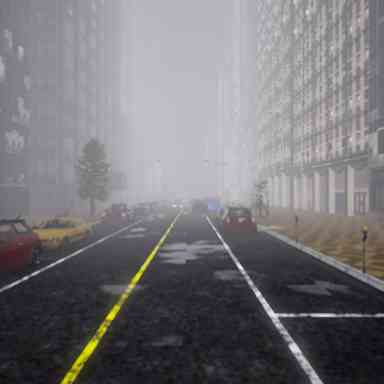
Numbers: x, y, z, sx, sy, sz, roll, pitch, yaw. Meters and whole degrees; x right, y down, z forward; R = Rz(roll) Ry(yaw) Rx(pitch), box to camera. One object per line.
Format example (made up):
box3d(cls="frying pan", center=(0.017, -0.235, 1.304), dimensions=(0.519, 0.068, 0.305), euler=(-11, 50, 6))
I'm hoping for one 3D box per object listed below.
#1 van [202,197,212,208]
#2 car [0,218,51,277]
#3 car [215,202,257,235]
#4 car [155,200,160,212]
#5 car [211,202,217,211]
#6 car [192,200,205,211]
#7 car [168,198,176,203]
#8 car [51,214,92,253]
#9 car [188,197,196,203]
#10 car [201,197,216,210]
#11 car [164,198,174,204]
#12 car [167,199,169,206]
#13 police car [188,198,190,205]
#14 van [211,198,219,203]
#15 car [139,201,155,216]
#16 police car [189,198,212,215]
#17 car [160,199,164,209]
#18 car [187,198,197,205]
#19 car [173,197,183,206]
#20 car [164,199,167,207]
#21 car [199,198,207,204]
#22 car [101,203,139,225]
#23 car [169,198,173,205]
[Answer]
box3d(cls="van", center=(2.701, 1.899, 59.977), dimensions=(1.690, 1.788, 3.998), euler=(-1, -1, 0))
box3d(cls="car", center=(-5.695, 1.523, 8.828), dimensions=(1.967, 1.590, 4.097), euler=(-1, -1, 0))
box3d(cls="car", center=(2.689, 1.629, 20.192), dimensions=(1.967, 1.590, 4.097), euler=(-1, -1, 0))
box3d(cls="car", center=(-5.683, 1.965, 42.927), dimensions=(1.947, 1.339, 4.313), euler=(-1, -1, 0))
box3d(cls="car", center=(2.692, 1.768, 26.044), dimensions=(1.752, 1.417, 4.829), euler=(-1, -1, 0))
box3d(cls="car", center=(0.917, 1.975, 48.272), dimensions=(1.812, 1.442, 4.674), euler=(0, -1, 0))
box3d(cls="car", center=(-5.665, 2.455, 94.077), dimensions=(1.802, 1.307, 4.206), euler=(-1, -1, 0))
box3d(cls="car", center=(-5.693, 1.659, 14.341), dimensions=(1.752, 1.417, 4.829), euler=(-1, -1, 0))
box3d(cls="car", center=(0.031, 2.244, 89.281), dimensions=(2.128, 1.511, 4.902), euler=(0, -1, 0))
box3d(cls="car", center=(2.699, 1.820, 54.294), dimensions=(2.192, 1.841, 5.009), euler=(-1, -1, 0))
box3d(cls="car", center=(-5.669, 2.319, 82.711), dimensions=(2.008, 1.369, 4.403), euler=(-1, -1, 0))
box3d(cls="car", center=(-5.677, 2.140, 59.977), dimensions=(1.802, 1.307, 4.206), euler=(-1, -1, 0))
box3d(cls="police car", center=(0.786, 1.931, 54.406), dimensions=(1.930, 1.638, 5.238), euler=(0, -1, 2))
box3d(cls="van", center=(2.696, 1.741, 42.926), dimensions=(1.690, 1.788, 3.998), euler=(-1, -1, 0))
box3d(cls="car", center=(-5.685, 1.897, 37.244), dimensions=(2.008, 1.369, 4.403), euler=(-1, -1, 0))
box3d(cls="police car", center=(0.913, 1.783, 38.383), dimensions=(1.930, 1.638, 5.238), euler=(0, -1, 0))
box3d(cls="car", center=(-5.681, 1.997, 48.611), dimensions=(1.887, 1.381, 4.507), euler=(-1, -1, 0))
box3d(cls="car", center=(0.025, 2.120, 74.281), dimensions=(2.033, 1.411, 5.357), euler=(0, -1, 0))
box3d(cls="car", center=(-2.977, 2.160, 71.775), dimensions=(1.837, 1.490, 4.892), euler=(0, -1, 0))
box3d(cls="car", center=(-5.680, 2.056, 54.294), dimensions=(2.008, 1.369, 4.403), euler=(-1, -1, 0))
box3d(cls="car", center=(2.711, 2.319, 82.708), dimensions=(2.008, 1.369, 4.403), euler=(-1, -1, 0))
box3d(cls="car", center=(-5.690, 1.681, 25.879), dimensions=(1.967, 1.590, 4.097), euler=(-1, -1, 0))
box3d(cls="car", center=(-5.673, 2.214, 71.345), dimensions=(2.008, 1.369, 4.403), euler=(-1, -1, 0))
